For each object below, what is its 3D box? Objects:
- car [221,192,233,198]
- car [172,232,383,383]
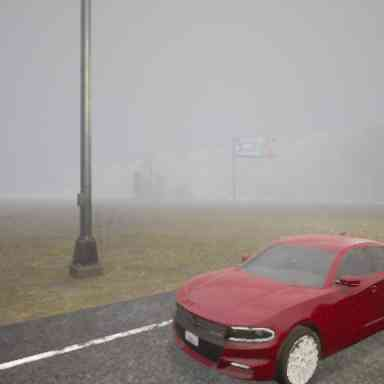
[{"bbox_3d":[10.514,0.884,94.539,2.097,1.767,4.553,0,0,-29],"label":"car"},{"bbox_3d":[2.030,1.477,5.439,5.008,1.535,1.882,0,0,-35],"label":"car"}]
